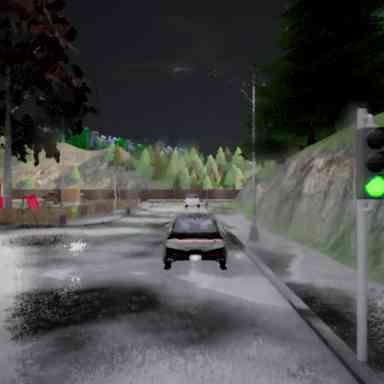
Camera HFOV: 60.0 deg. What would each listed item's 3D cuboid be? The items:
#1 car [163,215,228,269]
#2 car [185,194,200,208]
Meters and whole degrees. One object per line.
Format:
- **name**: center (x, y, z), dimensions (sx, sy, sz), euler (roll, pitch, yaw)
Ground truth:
- **car**: center (0.092, 1.528, 11.254), dimensions (2.128, 1.511, 4.902), euler (0, 0, 0)
- **car**: center (0.084, 1.380, 51.354), dimensions (2.150, 2.045, 5.566), euler (0, 0, 0)
